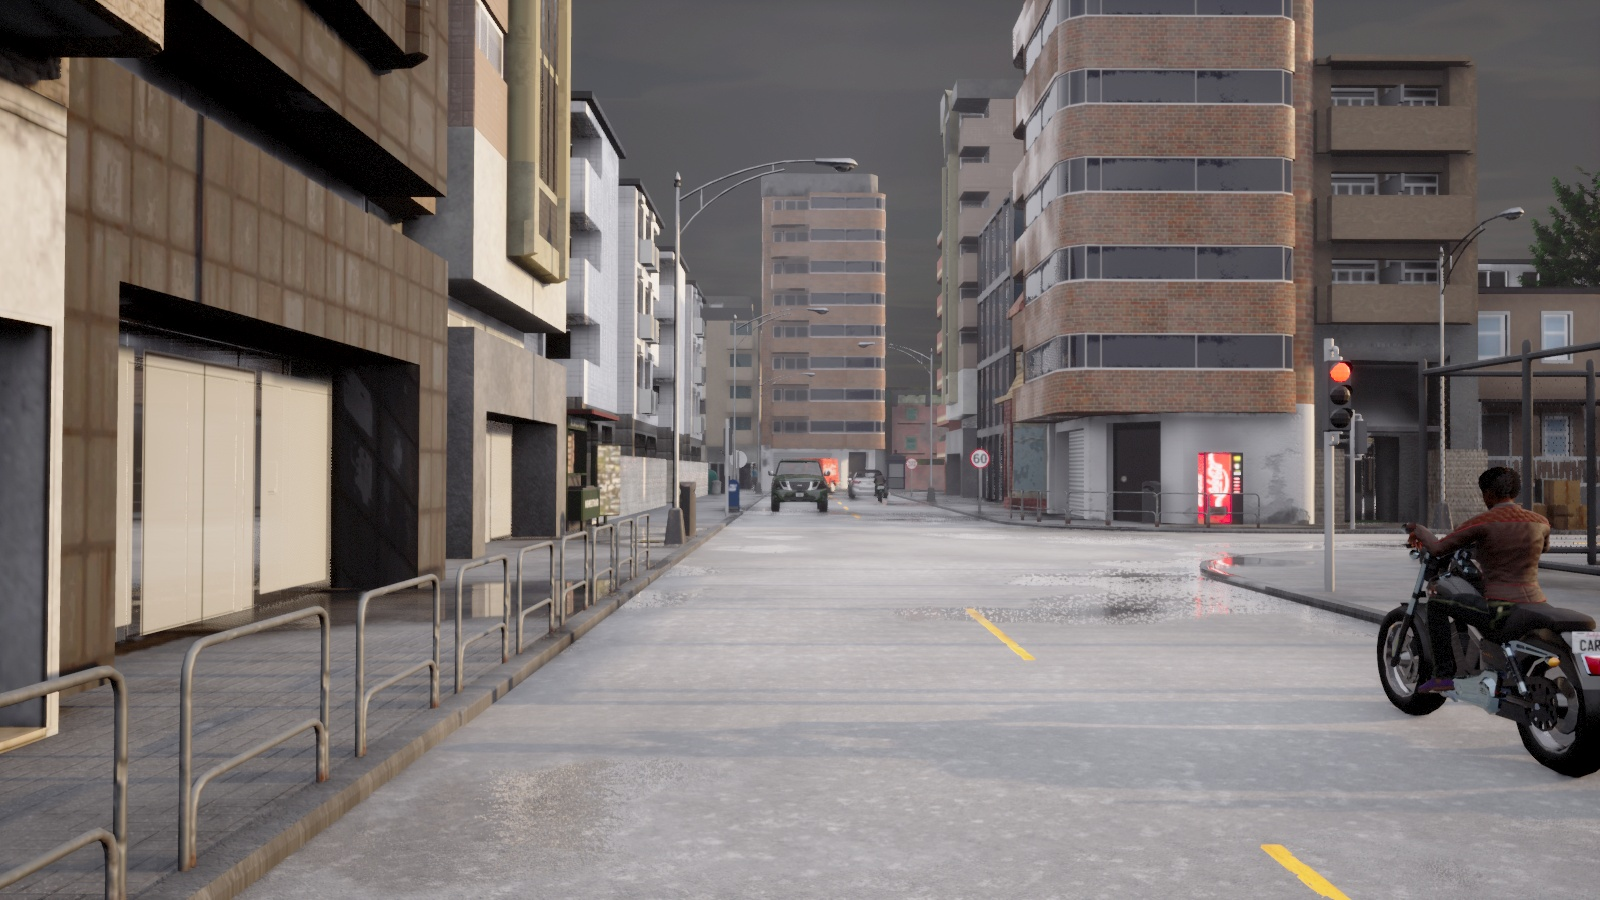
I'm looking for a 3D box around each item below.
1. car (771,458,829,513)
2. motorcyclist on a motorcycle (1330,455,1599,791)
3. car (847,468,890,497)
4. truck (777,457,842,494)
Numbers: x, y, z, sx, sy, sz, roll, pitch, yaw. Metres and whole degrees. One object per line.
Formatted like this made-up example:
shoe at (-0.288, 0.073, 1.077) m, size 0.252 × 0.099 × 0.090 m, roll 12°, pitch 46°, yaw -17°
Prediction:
car at (-0.029, 1.368, 49.796) m, size 2.150 × 2.045 × 5.566 m, roll 0°, pitch -1°, yaw -1°
motorcyclist on a motorcycle at (3.999, 0.872, 7.367) m, size 0.766 × 1.649 × 2.350 m, roll 0°, pitch -1°, yaw 0°
car at (3.994, 1.880, 73.841) m, size 2.242 × 1.667 × 4.611 m, roll 0°, pitch -1°, yaw 0°
truck at (0.689, 1.791, 87.491) m, size 2.627 × 2.467 × 5.204 m, roll -1°, pitch -1°, yaw 24°
